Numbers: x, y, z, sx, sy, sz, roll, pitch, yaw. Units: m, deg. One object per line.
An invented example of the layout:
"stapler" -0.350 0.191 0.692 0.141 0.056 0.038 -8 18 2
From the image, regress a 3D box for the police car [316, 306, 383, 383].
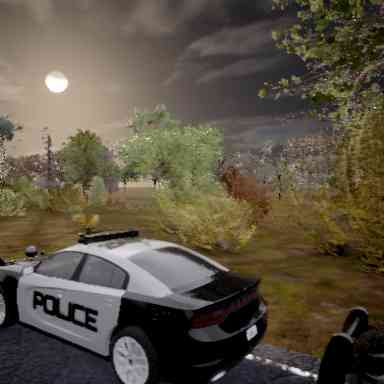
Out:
"police car" 3.505 1.424 1.863 5.238 1.638 1.930 0 0 36

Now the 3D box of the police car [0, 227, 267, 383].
"police car" -1.430 1.426 5.358 5.238 1.638 1.930 0 0 35
